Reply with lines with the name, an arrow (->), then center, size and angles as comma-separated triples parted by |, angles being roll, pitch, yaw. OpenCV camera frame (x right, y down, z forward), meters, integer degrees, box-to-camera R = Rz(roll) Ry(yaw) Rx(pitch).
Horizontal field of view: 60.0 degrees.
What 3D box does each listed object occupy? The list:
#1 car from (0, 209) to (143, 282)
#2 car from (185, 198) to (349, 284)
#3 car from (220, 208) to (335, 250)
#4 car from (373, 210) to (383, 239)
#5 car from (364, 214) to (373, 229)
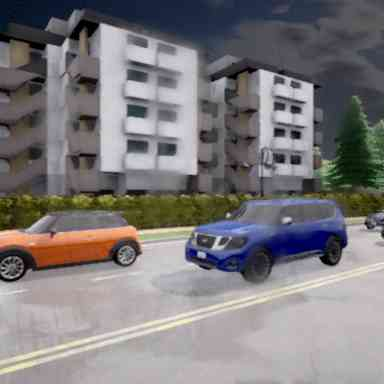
car -> -3.843, 1.355, 9.869 | 4.553, 1.767, 2.097 | 0, 0, -33
car -> 2.464, 1.221, 9.983 | 5.566, 2.045, 2.150 | 0, 0, -36
car -> 4.012, 1.546, 15.162 | 5.357, 1.411, 2.033 | 0, 0, -34
car -> 10.574, 1.521, 14.954 | 4.674, 1.442, 1.812 | 0, 0, -29
car -> 12.443, 1.520, 19.781 | 4.674, 1.442, 1.812 | 0, 0, -23
